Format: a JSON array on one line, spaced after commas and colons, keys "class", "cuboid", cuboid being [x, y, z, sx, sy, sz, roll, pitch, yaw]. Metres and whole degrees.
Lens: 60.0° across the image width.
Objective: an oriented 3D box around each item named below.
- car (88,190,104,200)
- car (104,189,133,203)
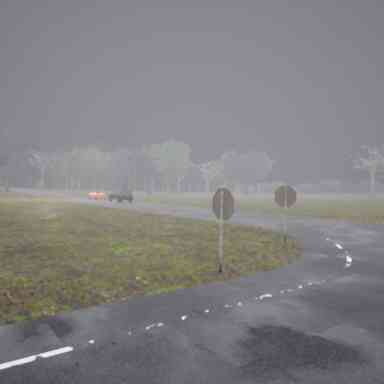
[{"class": "car", "cuboid": [-17.029, 0.497, 59.815, 2.097, 1.767, 4.553, 2, 0, -35]}, {"class": "car", "cuboid": [-11.037, 0.566, 51.365, 2.150, 2.045, 5.566, 2, 0, -35]}]
